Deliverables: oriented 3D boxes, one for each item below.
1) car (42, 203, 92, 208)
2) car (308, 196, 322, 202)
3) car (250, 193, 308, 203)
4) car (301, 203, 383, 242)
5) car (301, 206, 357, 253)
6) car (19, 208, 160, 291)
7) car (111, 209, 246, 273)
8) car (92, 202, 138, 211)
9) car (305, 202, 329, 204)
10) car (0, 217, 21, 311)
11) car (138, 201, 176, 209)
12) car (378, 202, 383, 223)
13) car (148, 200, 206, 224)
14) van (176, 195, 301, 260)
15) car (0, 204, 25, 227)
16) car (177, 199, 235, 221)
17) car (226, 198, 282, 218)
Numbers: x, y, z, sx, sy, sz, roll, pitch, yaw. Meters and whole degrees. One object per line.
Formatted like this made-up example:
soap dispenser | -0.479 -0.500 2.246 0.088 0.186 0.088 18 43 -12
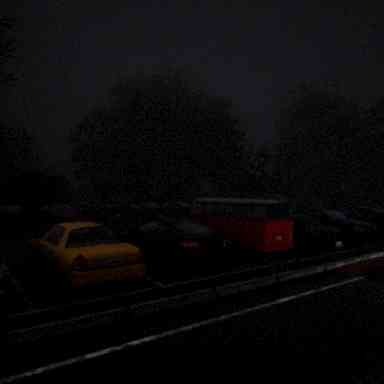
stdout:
car | -8.240 1.443 20.676 2.097 1.535 5.008 0 0 -36
car | 12.525 1.254 35.555 2.185 1.767 4.553 1 0 -36
car | 7.815 1.154 32.205 2.435 2.045 5.566 0 0 -36
car | 6.145 1.469 15.546 2.002 1.452 4.674 0 0 -36
car | 3.871 1.464 13.868 2.163 1.488 4.792 0 0 -36
car | -3.133 1.445 9.088 1.946 1.575 5.366 0 0 -36
car | -0.731 1.483 10.587 2.002 1.452 4.674 0 0 -36
car | -5.863 1.468 22.419 2.163 1.488 4.792 0 0 -36
car | 8.441 1.465 17.193 2.002 1.452 4.674 0 0 -36
car | -5.210 1.449 7.135 1.946 1.575 5.366 0 0 -36
car | -3.551 1.433 24.042 2.097 1.535 5.008 0 0 -36
car | 15.321 1.445 22.148 2.002 1.452 4.674 0 0 -36
car | -1.260 1.429 25.692 2.097 1.535 5.008 0 0 -36
van | 1.492 1.213 12.335 1.878 1.987 4.442 0 0 -36
car | -10.526 1.447 19.018 2.097 1.535 5.008 0 0 -36
car | 1.031 1.425 27.343 2.231 1.521 4.892 0 0 -36
car | 5.604 1.413 30.655 2.231 1.521 4.892 0 0 -36
